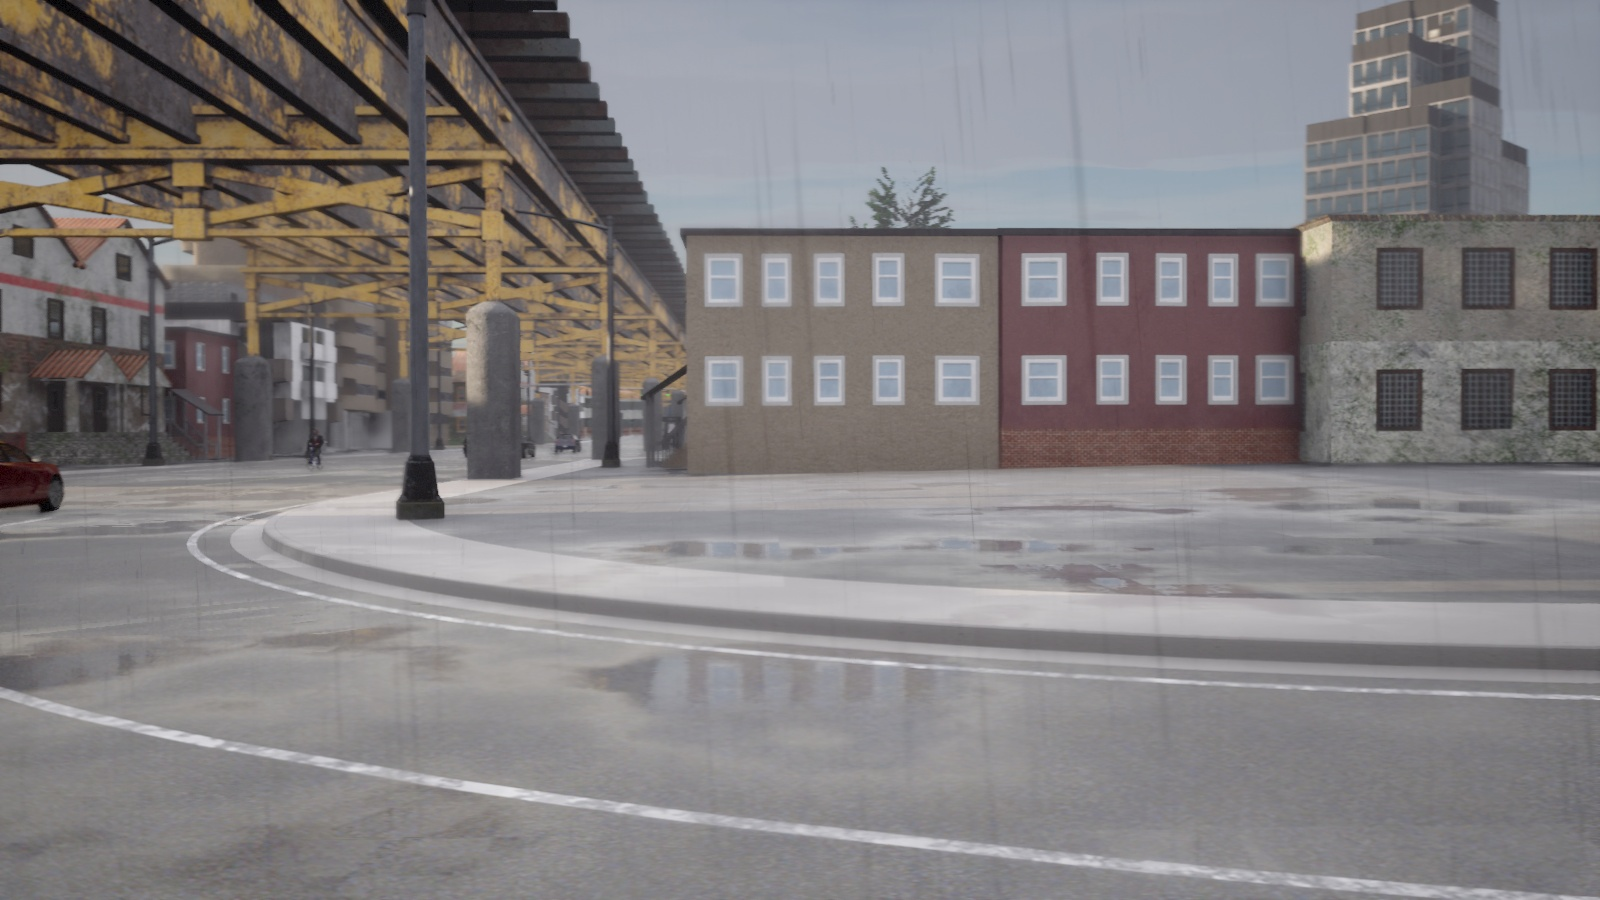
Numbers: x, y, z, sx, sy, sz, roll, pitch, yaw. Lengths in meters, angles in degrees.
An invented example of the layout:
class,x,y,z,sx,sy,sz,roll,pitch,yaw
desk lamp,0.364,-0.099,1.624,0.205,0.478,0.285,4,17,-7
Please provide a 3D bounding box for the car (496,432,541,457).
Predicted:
class,x,y,z,sx,sy,sz,roll,pitch,yaw
car,-17.441,-0.359,78.053,1.837,1.490,4.892,0,1,-1

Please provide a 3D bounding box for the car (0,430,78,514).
class,x,y,z,sx,sy,sz,roll,pitch,yaw
car,-15.829,0.393,24.062,1.882,1.535,5.008,0,1,-10
